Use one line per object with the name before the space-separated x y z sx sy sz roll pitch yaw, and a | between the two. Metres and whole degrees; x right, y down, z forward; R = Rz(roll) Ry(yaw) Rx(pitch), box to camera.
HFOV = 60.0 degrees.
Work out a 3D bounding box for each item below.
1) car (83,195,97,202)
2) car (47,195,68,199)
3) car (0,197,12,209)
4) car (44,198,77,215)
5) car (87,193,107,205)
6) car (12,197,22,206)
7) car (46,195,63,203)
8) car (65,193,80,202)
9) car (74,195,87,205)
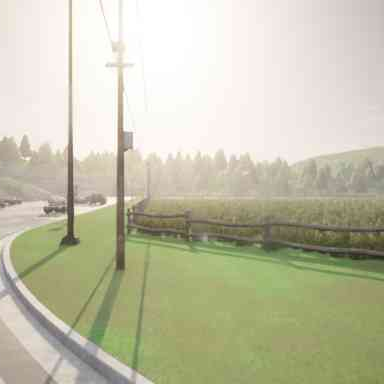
car | -21.175 1.313 69.188 1.837 1.490 4.892 0 0 -6
car | -23.553 1.508 58.952 1.812 1.442 4.674 0 0 -6
car | -25.045 1.533 41.679 2.033 1.411 5.357 0 0 -6
car | -13.673 1.590 34.478 1.895 1.301 4.718 0 0 -6
car | -16.349 1.205 58.413 2.150 2.045 5.566 0 0 -6
car | -30.124 1.507 55.699 1.812 1.442 4.674 0 0 -6
car | -28.094 1.457 68.163 1.882 1.535 5.008 0 0 -6
car | -24.650 1.167 68.770 2.097 1.767 4.553 0 0 -6
car | -20.067 1.583 59.277 1.895 1.301 4.718 0 0 -6
